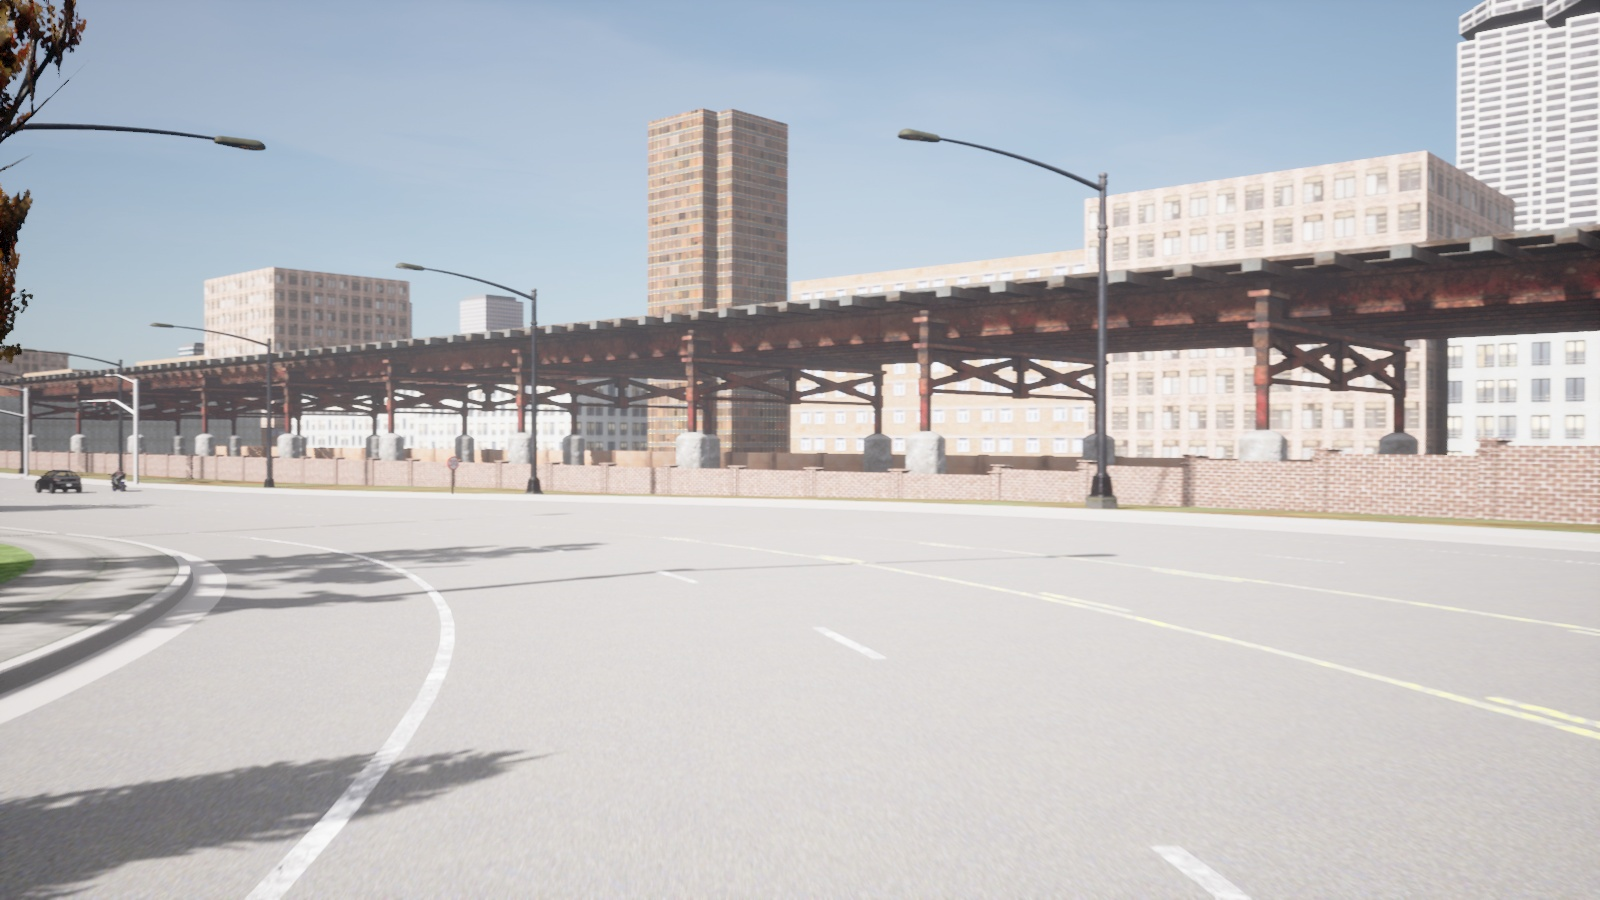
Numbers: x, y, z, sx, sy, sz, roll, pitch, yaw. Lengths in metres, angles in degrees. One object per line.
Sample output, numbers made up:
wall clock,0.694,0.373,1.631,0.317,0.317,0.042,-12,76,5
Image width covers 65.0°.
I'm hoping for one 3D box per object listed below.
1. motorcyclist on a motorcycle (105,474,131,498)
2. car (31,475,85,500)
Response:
motorcyclist on a motorcycle,-44.598,2.349,82.087,2.191,1.530,0.866,-1,0,44
car,-47.050,2.358,79.589,4.193,1.474,1.816,-1,0,43
